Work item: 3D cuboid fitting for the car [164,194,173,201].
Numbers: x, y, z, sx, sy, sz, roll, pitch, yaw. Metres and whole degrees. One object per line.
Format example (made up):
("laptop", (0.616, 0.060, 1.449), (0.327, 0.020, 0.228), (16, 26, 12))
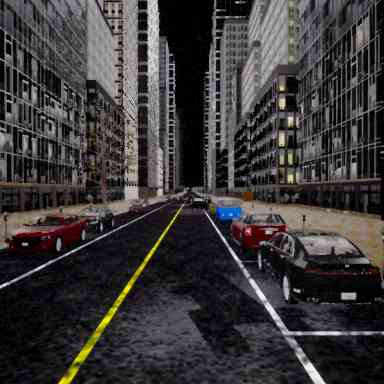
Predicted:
("car", (-5.694, 1.422, 81.899), (1.967, 1.590, 4.097), (0, 0, 0))

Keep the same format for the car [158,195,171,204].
("car", (-5.694, 1.514, 64.653), (1.752, 1.417, 4.829), (0, 0, 0))

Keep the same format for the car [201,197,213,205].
("car", (2.687, 1.556, 59.115), (1.947, 1.339, 4.313), (0, 0, 0))

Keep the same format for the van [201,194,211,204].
("van", (2.686, 1.329, 64.807), (1.690, 1.788, 3.998), (0, 0, 0))

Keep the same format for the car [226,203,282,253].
("car", (2.685, 1.438, 13.579), (1.967, 1.590, 4.097), (0, 0, 0))

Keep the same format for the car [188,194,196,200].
("car", (0.000, 1.355, 92.067), (2.033, 1.411, 5.357), (0, 0, 0))

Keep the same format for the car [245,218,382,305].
("car", (2.686, 1.549, 7.886), (2.008, 1.369, 4.403), (0, 0, 0))

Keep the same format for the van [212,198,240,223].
("van", (2.685, 1.338, 24.963), (1.690, 1.788, 3.998), (0, 0, 0))

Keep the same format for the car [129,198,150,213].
("car", (-5.695, 1.436, 36.363), (1.967, 1.590, 4.097), (0, 0, 0))

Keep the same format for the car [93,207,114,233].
("car", (-5.694, 1.548, 19.288), (2.008, 1.369, 4.403), (0, 0, 0))

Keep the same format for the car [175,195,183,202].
("car", (-3.000, 1.502, 76.738), (2.128, 1.511, 4.902), (0, 0, 0))

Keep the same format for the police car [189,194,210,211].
("police car", (0.900, 1.421, 41.036), (1.930, 1.638, 5.238), (0, 0, 0))

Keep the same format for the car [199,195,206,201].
("car", (2.687, 1.561, 87.576), (1.802, 1.307, 4.206), (0, 0, 0))

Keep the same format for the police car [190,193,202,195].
("police car", (0.900, 1.419, 51.037), (1.930, 1.638, 5.238), (0, 0, 0))

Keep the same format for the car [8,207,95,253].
("car", (-5.694, 1.542, 13.596), (1.887, 1.381, 4.507), (0, 0, 0))

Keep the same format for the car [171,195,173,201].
("car", (-5.693, 1.568, 70.515), (1.802, 1.307, 4.206), (0, 0, 0))

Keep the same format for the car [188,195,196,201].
("car", (0.000, 1.348, 77.066), (1.812, 1.442, 4.674), (0, 0, 0))

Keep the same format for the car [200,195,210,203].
("car", (2.686, 1.427, 70.501), (1.967, 1.590, 4.097), (0, 0, 0))

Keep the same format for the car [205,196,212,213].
("car", (2.686, 1.521, 36.518), (1.752, 1.417, 4.829), (0, 0, 0))

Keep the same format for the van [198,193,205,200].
("van", (2.686, 1.316, 93.268), (1.690, 1.788, 3.998), (0, 0, 0))
